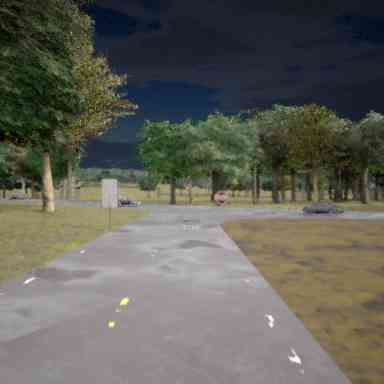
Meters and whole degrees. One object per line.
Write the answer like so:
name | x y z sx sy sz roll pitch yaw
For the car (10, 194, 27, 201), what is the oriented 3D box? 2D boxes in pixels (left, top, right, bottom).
car | -38.082 1.168 72.970 4.892 1.490 1.837 1 1 35

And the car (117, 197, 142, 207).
car | -10.201 1.572 53.655 4.902 1.511 2.128 1 1 35

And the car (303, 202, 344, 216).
car | 14.438 1.842 36.583 4.181 1.385 1.994 0 1 35
